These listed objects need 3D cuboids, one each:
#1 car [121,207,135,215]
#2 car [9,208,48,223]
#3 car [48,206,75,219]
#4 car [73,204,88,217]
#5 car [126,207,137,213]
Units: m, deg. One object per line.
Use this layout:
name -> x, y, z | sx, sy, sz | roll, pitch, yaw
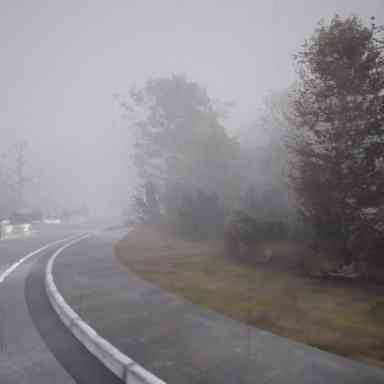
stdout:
car -> -12.687, 3.827, 65.261 | 1.994, 1.385, 4.181 | 0, -2, -6
car -> -16.992, 2.389, 34.403 | 1.882, 1.535, 5.008 | 0, -3, -4
car -> -17.853, 2.865, 44.619 | 2.128, 1.511, 4.902 | 0, -3, -5
car -> -18.761, 3.076, 55.198 | 2.150, 2.045, 5.566 | 0, -3, -5
car -> -13.661, 4.040, 75.083 | 2.033, 1.411, 5.357 | 0, -2, -6
